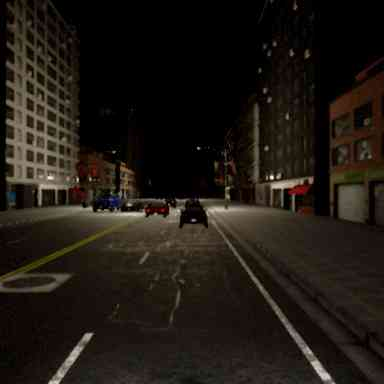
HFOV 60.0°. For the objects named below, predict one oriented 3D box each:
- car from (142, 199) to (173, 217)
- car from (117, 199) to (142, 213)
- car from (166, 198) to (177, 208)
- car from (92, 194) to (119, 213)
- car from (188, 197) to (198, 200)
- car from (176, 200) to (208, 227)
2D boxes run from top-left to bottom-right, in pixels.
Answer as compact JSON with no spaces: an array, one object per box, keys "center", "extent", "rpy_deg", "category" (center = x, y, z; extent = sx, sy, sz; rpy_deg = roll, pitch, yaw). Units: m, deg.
[{"center":[-3.157,1.625,31.206],"extent":[1.895,1.301,4.718],"rpy_deg":[0,0,0],"category":"car"},{"center":[-6.572,1.594,36.812],"extent":[1.994,1.385,4.181],"rpy_deg":[0,0,0],"category":"car"},{"center":[-3.160,1.565,47.814],"extent":[1.812,1.442,4.674],"rpy_deg":[0,0,0],"category":"car"},{"center":[-9.810,1.255,38.535],"extent":[2.150,2.045,5.566],"rpy_deg":[0,0,0],"category":"car"},{"center":[0.090,1.541,46.597],"extent":[1.837,1.490,4.892],"rpy_deg":[0,-1,0],"category":"car"},{"center":[0.100,1.543,22.609],"extent":[1.812,1.442,4.674],"rpy_deg":[0,0,0],"category":"car"}]
